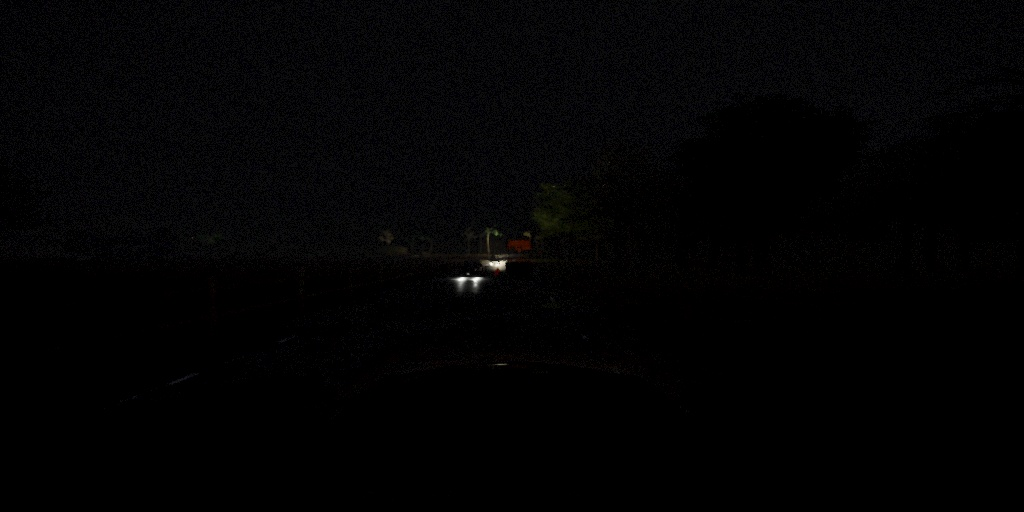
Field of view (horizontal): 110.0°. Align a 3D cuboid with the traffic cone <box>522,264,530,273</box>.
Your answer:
[{"bbox_3d":[1.528,1.392,39.243,0.340,0.580,0.340,0,0,0],"label":"traffic cone"}]

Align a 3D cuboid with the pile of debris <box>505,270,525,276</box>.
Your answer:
[{"bbox_3d":[0.012,1.654,33.251,1.860,0.140,1.500,0,0,0],"label":"pile of debris"}]

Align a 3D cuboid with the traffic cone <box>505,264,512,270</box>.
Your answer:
[{"bbox_3d":[-0.471,1.392,39.244,0.340,0.580,0.340,0,0,0],"label":"traffic cone"}]

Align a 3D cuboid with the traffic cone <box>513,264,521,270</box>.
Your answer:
[{"bbox_3d":[0.528,1.392,39.244,0.340,0.580,0.340,0,0,0],"label":"traffic cone"}]

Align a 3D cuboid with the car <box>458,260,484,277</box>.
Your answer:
[{"bbox_3d":[-3.564,1.048,31.913,2.033,1.411,5.357,0,0,0],"label":"car"}]

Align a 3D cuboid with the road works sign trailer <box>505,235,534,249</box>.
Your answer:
[{"bbox_3d":[0.603,-2.574,28.413,2.380,3.560,2.880,0,0,0],"label":"road works sign trailer"}]

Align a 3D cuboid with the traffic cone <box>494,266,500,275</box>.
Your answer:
[{"bbox_3d":[-1.472,1.444,33.245,0.340,0.580,0.340,0,0,0],"label":"traffic cone"}]
